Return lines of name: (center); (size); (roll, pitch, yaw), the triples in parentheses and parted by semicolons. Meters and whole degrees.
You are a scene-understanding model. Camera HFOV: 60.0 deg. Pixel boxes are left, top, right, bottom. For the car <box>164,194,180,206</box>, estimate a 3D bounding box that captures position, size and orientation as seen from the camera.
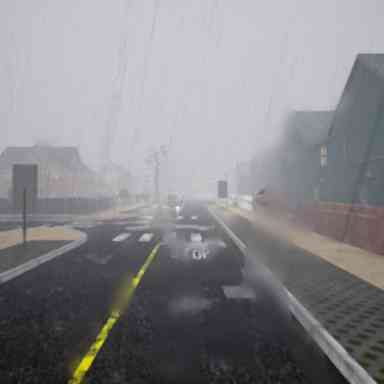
car: (-2.762, 1.072, 47.029); (2.097, 1.767, 4.553); (0, 0, 0)
